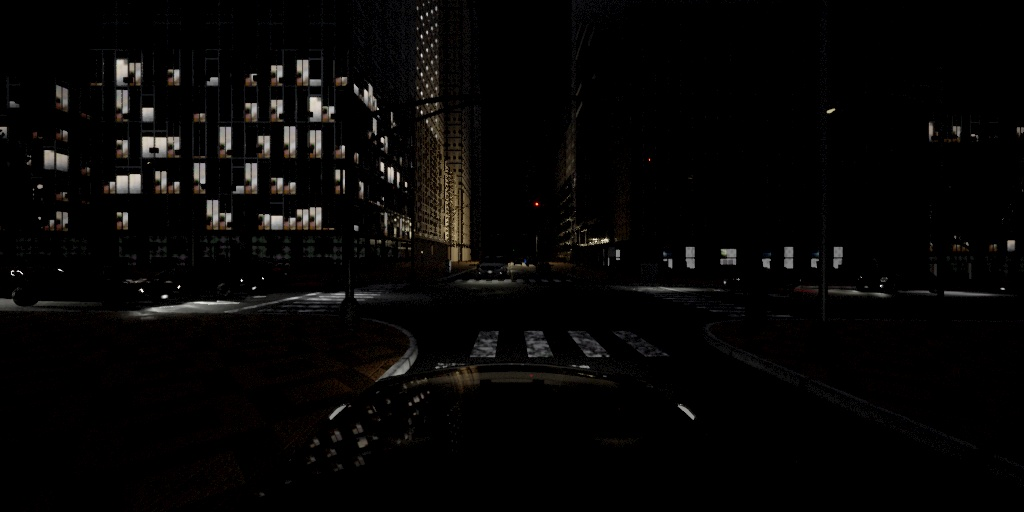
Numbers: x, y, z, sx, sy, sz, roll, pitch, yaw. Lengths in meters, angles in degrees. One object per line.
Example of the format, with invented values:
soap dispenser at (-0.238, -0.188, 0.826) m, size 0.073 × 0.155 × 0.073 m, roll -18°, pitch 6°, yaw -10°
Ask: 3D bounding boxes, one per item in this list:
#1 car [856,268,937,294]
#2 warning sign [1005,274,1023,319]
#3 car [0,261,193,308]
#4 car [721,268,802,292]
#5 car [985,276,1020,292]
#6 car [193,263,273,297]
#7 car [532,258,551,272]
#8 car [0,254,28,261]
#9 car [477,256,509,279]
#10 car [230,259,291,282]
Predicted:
car at (26.748, 1.606, 24.889) m, size 4.553 × 1.767 × 2.097 m, roll 1°, pitch 0°, yaw -3°
warning sign at (17.282, 1.204, 11.746) m, size 1.060 × 1.860 × 1.300 m, roll 0°, pitch 0°, yaw -3°
car at (-15.289, 1.042, 13.042) m, size 5.357 × 1.411 × 2.033 m, roll 1°, pitch 0°, yaw 0°
car at (16.902, 1.569, 24.442) m, size 4.902 × 1.511 × 2.128 m, roll 1°, pitch 0°, yaw -3°
car at (36.763, 2.035, 25.339) m, size 4.718 × 1.301 × 1.895 m, roll 1°, pitch 0°, yaw -2°
car at (-14.010, 1.118, 16.322) m, size 4.718 × 1.301 × 1.895 m, roll 1°, pitch 0°, yaw -3°
car at (3.959, 1.329, 45.558) m, size 1.948 × 1.339 × 4.313 m, roll 0°, pitch 0°, yaw 0°
car at (-22.915, 0.706, 15.919) m, size 4.553 × 1.767 × 2.097 m, roll 1°, pitch 0°, yaw -3°
car at (-1.667, 0.990, 32.769) m, size 2.150 × 2.045 × 5.566 m, roll 0°, pitch 0°, yaw 4°
car at (-16.926, 0.939, 22.823) m, size 5.008 × 1.535 × 1.882 m, roll 1°, pitch 0°, yaw -2°
